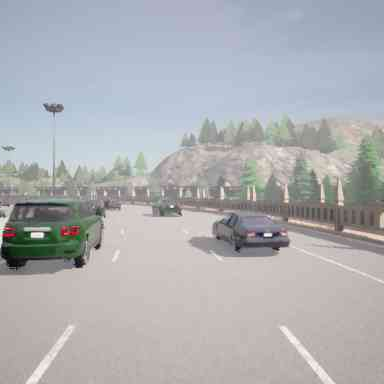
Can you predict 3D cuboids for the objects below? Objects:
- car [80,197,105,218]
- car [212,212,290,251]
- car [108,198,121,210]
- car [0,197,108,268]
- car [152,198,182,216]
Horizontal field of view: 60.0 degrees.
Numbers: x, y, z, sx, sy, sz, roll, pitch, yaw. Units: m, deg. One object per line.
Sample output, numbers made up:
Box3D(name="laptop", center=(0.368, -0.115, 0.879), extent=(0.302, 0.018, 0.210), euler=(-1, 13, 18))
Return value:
Box3D(name="car", center=(-9.406, 1.401, 31.285), extent=(2.097, 1.767, 4.553), euler=(0, 0, -19))
Box3D(name="car", center=(2.257, 1.549, 14.102), extent=(2.033, 1.411, 5.357), euler=(0, 0, -9))
Box3D(name="car", center=(-10.391, 1.560, 42.607), extent=(2.128, 1.511, 4.902), euler=(0, 0, -25))
Box3D(name="car", center=(-4.459, 1.230, 11.499), extent=(2.150, 2.045, 5.566), euler=(0, 0, -7))
Box3D(name="car", center=(-2.582, 1.382, 32.969), extent=(2.097, 1.767, 4.553), euler=(0, 0, -19))
